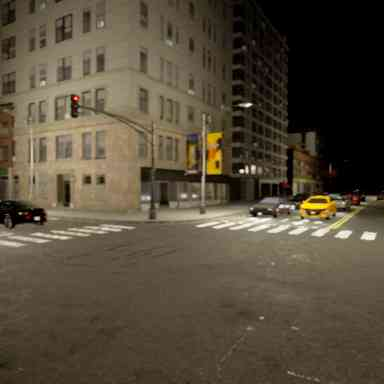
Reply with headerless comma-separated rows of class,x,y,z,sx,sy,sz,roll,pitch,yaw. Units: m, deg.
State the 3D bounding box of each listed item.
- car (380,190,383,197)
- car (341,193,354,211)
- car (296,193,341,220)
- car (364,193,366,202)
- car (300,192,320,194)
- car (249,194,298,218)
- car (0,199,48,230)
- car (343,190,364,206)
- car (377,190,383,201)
car,40.635,0.367,69.599,1.994,1.385,4.181,1,1,31
car,13.989,1.044,31.848,1.895,1.301,4.718,1,1,31
car,9.147,1.055,23.862,1.882,1.535,5.008,1,1,30
car,24.079,0.514,48.427,2.097,1.767,4.553,1,1,31
car,11.261,0.903,33.615,1.837,1.490,4.892,1,1,31
car,6.242,1.086,25.271,2.033,1.411,5.357,1,1,35
car,-9.768,1.125,17.963,4.674,1.442,1.812,1,1,31
car,18.927,0.659,39.902,2.097,1.767,4.553,1,1,31
car,29.631,0.729,51.273,1.895,1.301,4.718,1,1,32
